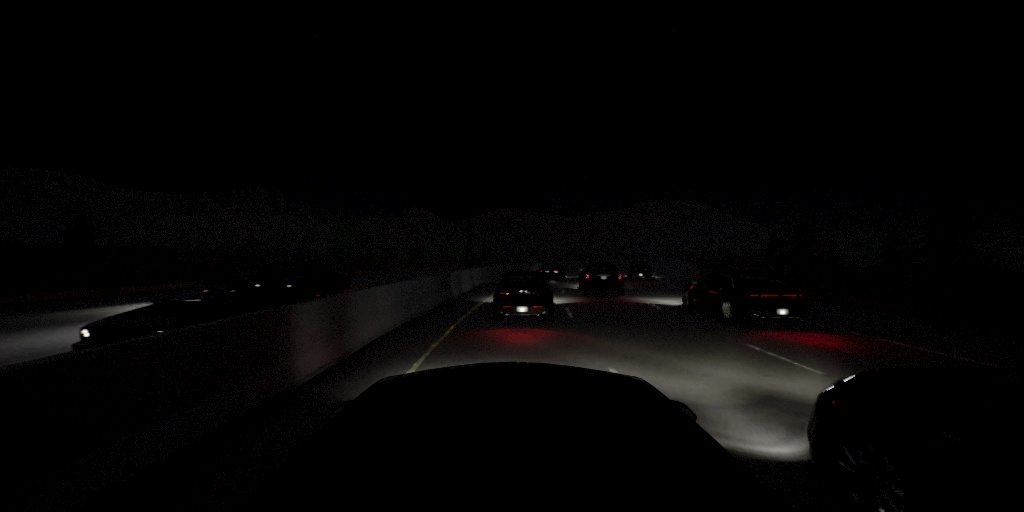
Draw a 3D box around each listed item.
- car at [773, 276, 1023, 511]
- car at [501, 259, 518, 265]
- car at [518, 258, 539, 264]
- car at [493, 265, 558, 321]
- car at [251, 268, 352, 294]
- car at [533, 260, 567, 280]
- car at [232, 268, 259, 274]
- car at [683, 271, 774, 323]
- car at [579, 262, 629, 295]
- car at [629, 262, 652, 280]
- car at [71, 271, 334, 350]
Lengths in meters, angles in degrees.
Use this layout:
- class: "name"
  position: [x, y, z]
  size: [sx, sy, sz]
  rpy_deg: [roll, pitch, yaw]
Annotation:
- class: "car"
  position: [3.603, 1.102, 1.202]
  size: [2.097, 1.767, 4.553]
  rpy_deg: [0, 0, 0]
- class: "car"
  position: [-0.003, 1.193, 58.886]
  size: [1.837, 1.490, 4.892]
  rpy_deg: [0, 0, 29]
- class: "car"
  position: [3.443, 1.168, 57.855]
  size: [1.882, 1.535, 5.008]
  rpy_deg: [0, 0, 30]
- class: "car"
  position: [0.463, 1.243, 12.449]
  size: [1.837, 1.490, 4.892]
  rpy_deg: [0, 0, 4]
- class: "car"
  position: [-9.823, 1.335, 17.244]
  size: [1.895, 1.301, 4.718]
  rpy_deg: [0, 0, 6]
- class: "car"
  position: [3.450, 1.267, 30.404]
  size: [2.033, 1.411, 5.357]
  rpy_deg: [0, 0, 15]
- class: "car"
  position: [-13.165, 1.297, 18.370]
  size: [1.994, 1.385, 4.181]
  rpy_deg: [0, 0, 7]
- class: "car"
  position: [7.434, 1.244, 12.040]
  size: [1.837, 1.490, 4.892]
  rpy_deg: [0, 0, 4]
- class: "car"
  position: [4.819, 1.083, 19.733]
  size: [2.097, 1.767, 4.553]
  rpy_deg: [0, 0, 8]
- class: "car"
  position: [10.850, 1.224, 30.662]
  size: [1.837, 1.490, 4.892]
  rpy_deg: [0, 0, 16]
- class: "car"
  position: [-6.945, 1.290, 8.988]
  size: [2.033, 1.411, 5.357]
  rpy_deg: [0, 0, 2]
